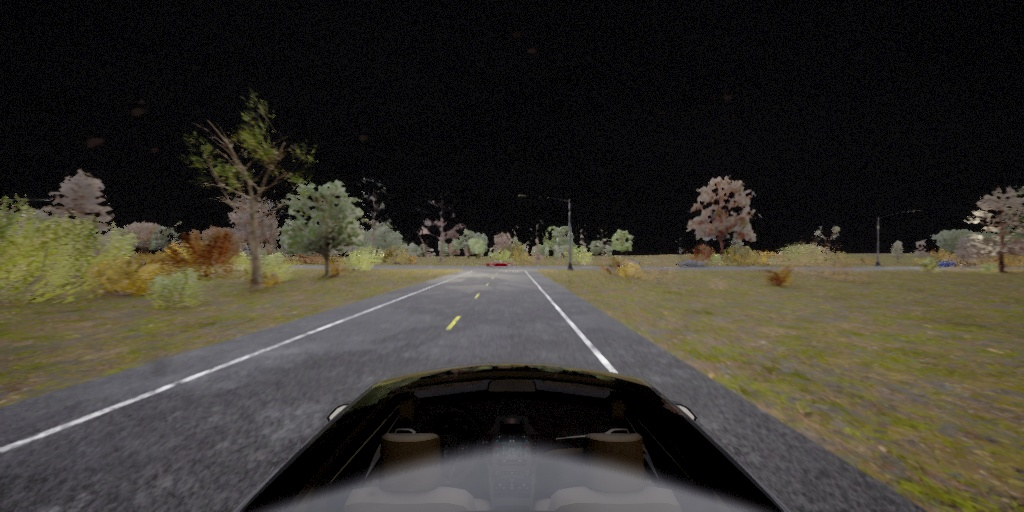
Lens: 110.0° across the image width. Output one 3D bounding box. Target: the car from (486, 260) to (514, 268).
[{"bbox_3d":[-1.946,1.363,59.506,4.718,1.301,1.895,0,0,-1],"label":"car"}]
